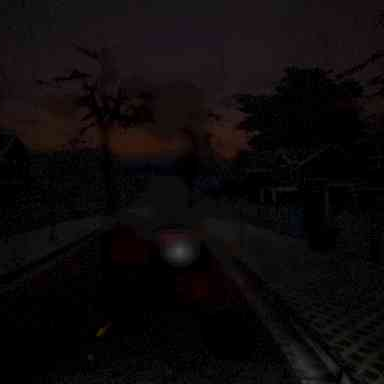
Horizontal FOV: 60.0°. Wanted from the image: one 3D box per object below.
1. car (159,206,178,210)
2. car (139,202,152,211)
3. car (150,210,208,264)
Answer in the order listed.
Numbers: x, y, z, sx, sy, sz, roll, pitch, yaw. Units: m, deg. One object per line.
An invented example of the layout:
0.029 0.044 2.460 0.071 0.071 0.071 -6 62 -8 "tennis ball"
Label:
-2.050 1.912 28.262 1.812 1.442 4.674 0 -1 -5 "car"
-7.751 2.395 55.870 2.128 1.511 4.902 0 -1 -5 "car"
-0.532 1.648 12.472 2.128 1.511 4.902 0 -1 -4 "car"
